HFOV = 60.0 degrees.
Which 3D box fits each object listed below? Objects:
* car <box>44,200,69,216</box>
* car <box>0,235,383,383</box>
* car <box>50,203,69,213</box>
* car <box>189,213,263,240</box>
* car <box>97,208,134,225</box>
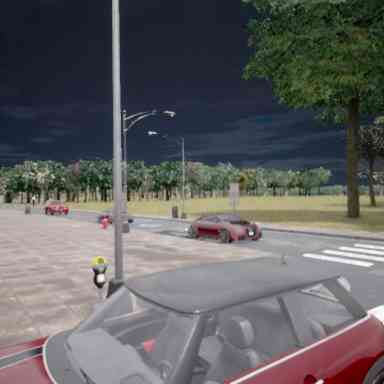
[{"bbox_3d":[-18.933,2.152,46.261,2.150,2.045,5.566,-1,-1,-35],"label":"car"},{"bbox_3d":[-0.096,1.439,2.755,4.097,1.590,1.967,0,-1,-36],"label":"car"},{"bbox_3d":[-22.313,2.604,55.923,1.837,1.490,4.892,-1,-1,-36],"label":"car"},{"bbox_3d":[1.624,1.803,17.255,1.994,1.385,4.181,-1,-1,-36],"label":"car"},{"bbox_3d":[-6.693,2.082,28.930,1.994,1.385,4.181,-1,0,-35],"label":"car"}]
